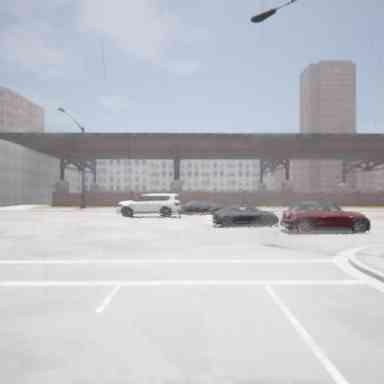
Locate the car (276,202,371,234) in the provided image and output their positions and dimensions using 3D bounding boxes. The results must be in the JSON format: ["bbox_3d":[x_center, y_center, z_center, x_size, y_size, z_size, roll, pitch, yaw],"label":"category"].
[{"bbox_3d":[7.379,1.326,18.412,4.553,1.767,2.097,0,0,-3],"label":"car"}]

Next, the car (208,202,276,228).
[{"bbox_3d":[3.457,1.533,21.726,4.181,1.385,1.994,0,0,-6],"label":"car"}]

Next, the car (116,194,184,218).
[{"bbox_3d":[-3.737,1.181,29.068,5.566,2.045,2.150,0,0,1],"label":"car"}]

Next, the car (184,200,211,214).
[{"bbox_3d":[0.668,1.502,32.521,5.357,1.411,2.033,0,0,1],"label":"car"}]
